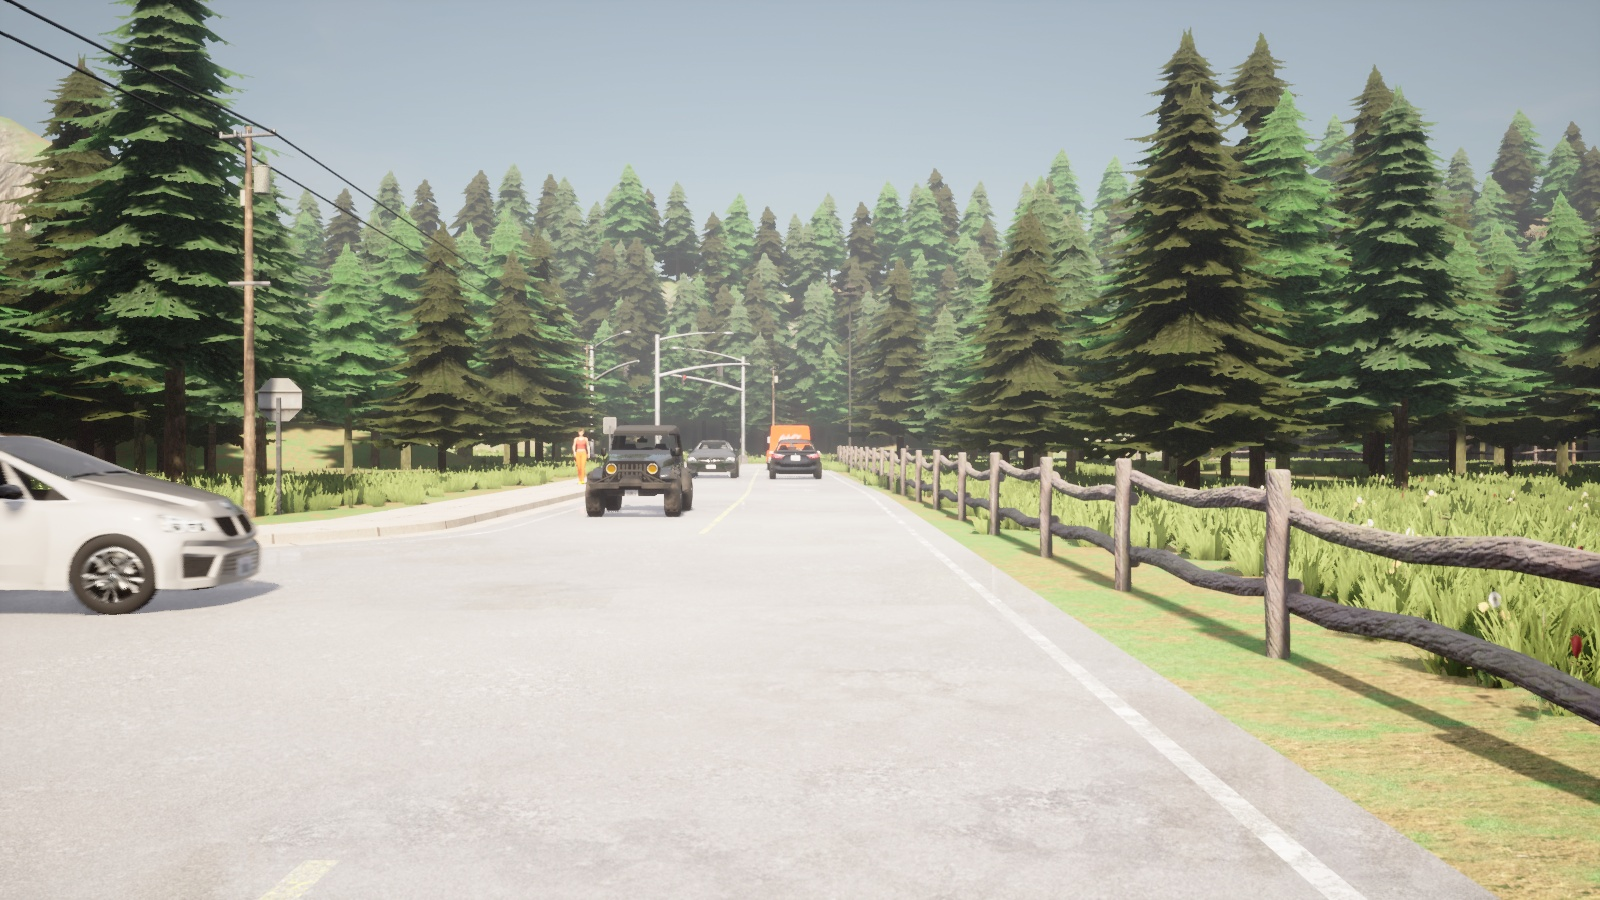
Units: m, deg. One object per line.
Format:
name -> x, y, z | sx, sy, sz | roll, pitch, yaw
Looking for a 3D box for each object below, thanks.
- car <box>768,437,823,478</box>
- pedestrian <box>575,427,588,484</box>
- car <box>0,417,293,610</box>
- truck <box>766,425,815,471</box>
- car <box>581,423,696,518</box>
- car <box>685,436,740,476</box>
car -> -0.211, 0.298, 53.348 | 2.242, 1.667, 4.611 | 0, 0, -1
pedestrian -> -7.078, 0.171, 40.620 | 0.345, 1.836, 0.594 | 0, 0, -3
car -> -7.560, 0.548, 11.952 | 4.611, 1.667, 2.242 | 0, 0, -6
truck -> -0.592, -0.129, 70.272 | 2.627, 2.467, 5.204 | 0, 0, -2
car -> -3.336, 0.389, 26.623 | 1.905, 1.878, 3.866 | 0, 0, 0
car -> -3.728, 0.224, 54.173 | 2.152, 1.651, 5.027 | 0, 0, -1
